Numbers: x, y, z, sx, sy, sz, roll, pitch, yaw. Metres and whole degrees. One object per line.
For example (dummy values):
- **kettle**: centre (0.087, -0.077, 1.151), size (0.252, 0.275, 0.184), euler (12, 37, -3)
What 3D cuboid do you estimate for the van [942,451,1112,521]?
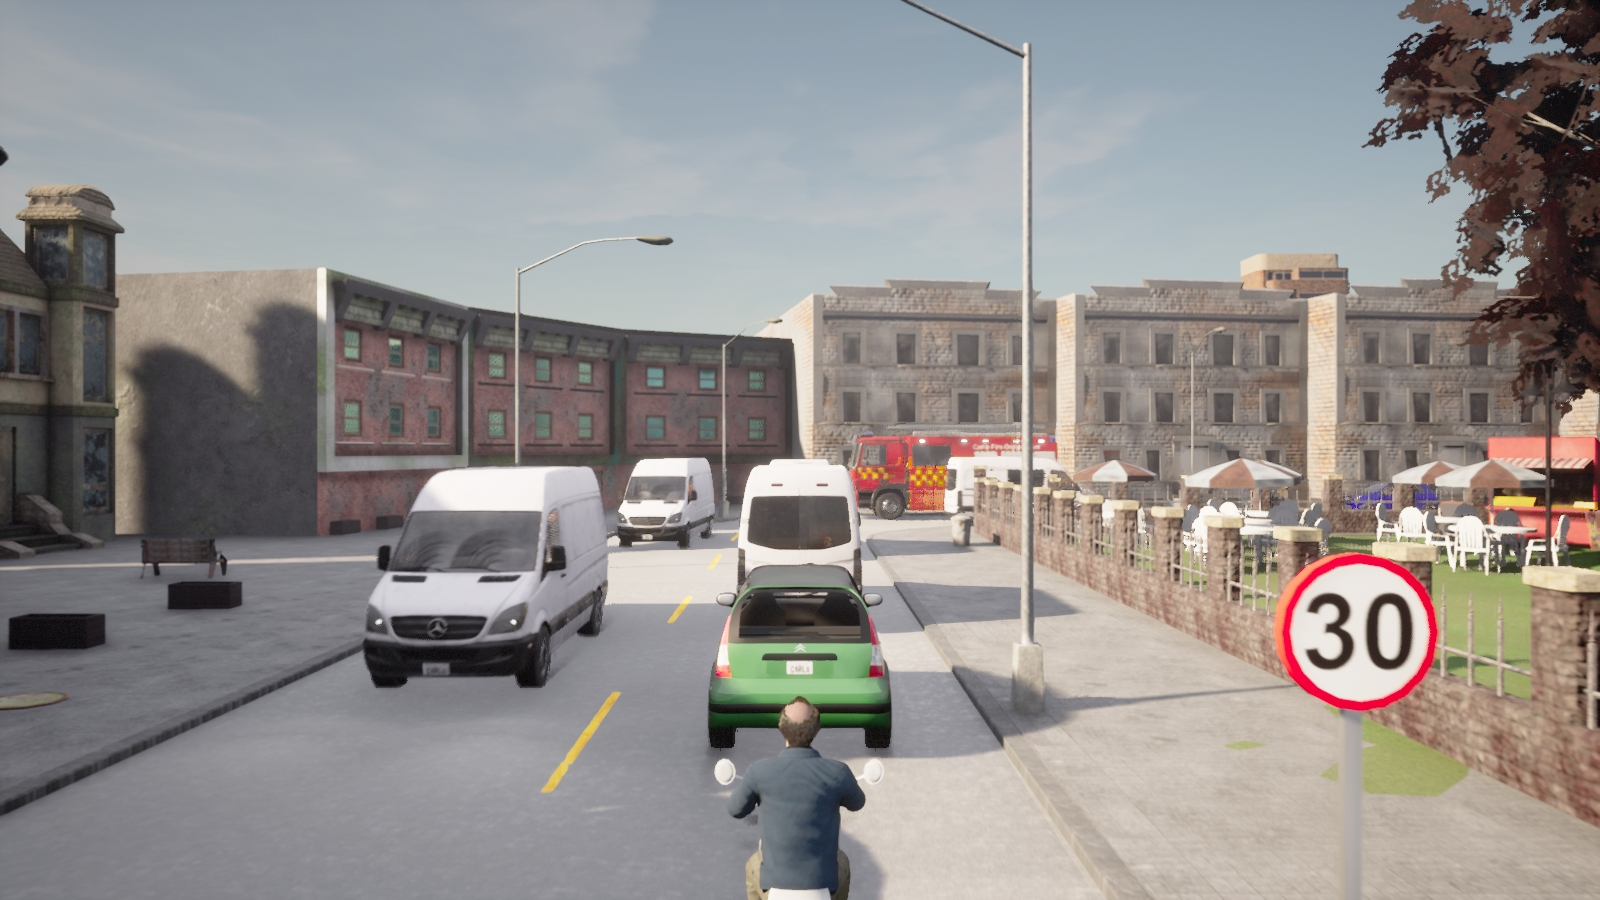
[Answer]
- **van**: centre (8.476, 1.315, 42.923), size (5.915, 2.561, 1.988), euler (0, 0, -7)

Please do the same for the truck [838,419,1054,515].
- **truck**: centre (5.865, 0.671, 46.986), size (8.468, 3.827, 2.891), euler (0, 0, -1)

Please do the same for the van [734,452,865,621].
- **van**: centre (-0.010, 1.315, 20.268), size (1.988, 2.561, 5.915), euler (0, 0, 0)

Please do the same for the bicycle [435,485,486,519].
- **bicycle**: centre (-12.734, 1.940, 42.862), size (1.835, 1.271, 0.329), euler (0, 0, 0)

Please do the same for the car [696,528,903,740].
- **car**: centre (-0.006, 1.780, 12.180), size (1.851, 1.617, 3.988), euler (0, 0, 0)

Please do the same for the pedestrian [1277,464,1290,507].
- **pedestrian**: centre (20.941, 1.523, 49.515), size (0.375, 1.860, 0.375), euler (0, 0, -4)

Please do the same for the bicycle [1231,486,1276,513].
- **bicycle**: centre (18.593, 2.036, 46.838), size (1.487, 1.080, 0.859), euler (0, 0, 0)

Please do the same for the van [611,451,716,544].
- **van**: centre (-3.990, 1.315, 34.533), size (1.988, 2.561, 5.915), euler (0, 0, 5)

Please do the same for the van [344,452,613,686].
- **van**: centre (-4.018, 1.314, 15.502), size (1.988, 2.561, 5.915), euler (0, 0, 0)
